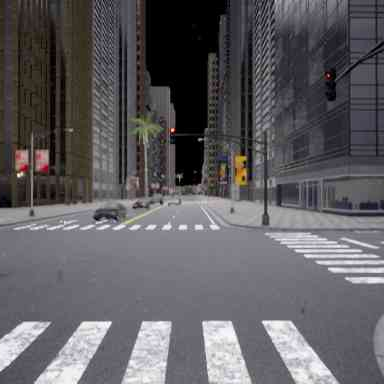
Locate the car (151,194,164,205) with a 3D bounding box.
[{"bbox_3d":[-6.601,1.403,63.539,2.150,2.045,5.566,0,0,0],"label":"car"}]

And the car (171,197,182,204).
[{"bbox_3d":[-3.259,1.786,69.786,1.994,1.385,4.181,0,0,0],"label":"car"}]

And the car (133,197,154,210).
[{"bbox_3d":[-6.664,1.676,44.210,1.994,1.385,4.181,0,0,0],"label":"car"}]

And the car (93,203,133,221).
[{"bbox_3d":[-6.642,1.606,27.668,2.033,1.411,5.357,0,0,0],"label":"car"}]

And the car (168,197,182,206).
[{"bbox_3d":[-3.244,1.779,59.891,1.895,1.301,4.718,0,0,0],"label":"car"}]
